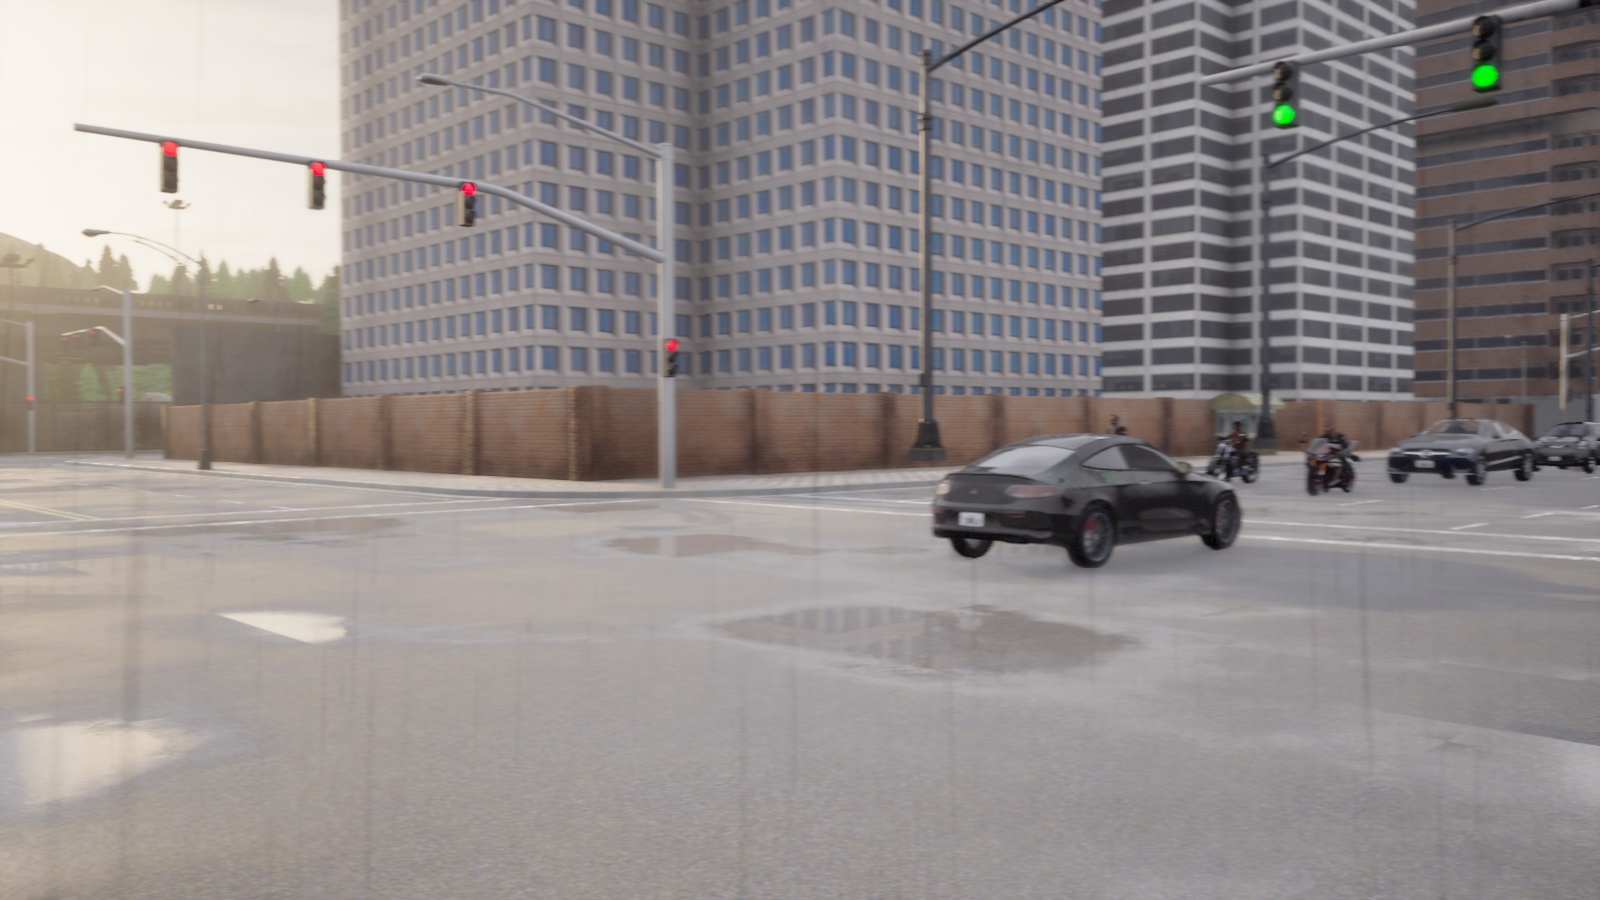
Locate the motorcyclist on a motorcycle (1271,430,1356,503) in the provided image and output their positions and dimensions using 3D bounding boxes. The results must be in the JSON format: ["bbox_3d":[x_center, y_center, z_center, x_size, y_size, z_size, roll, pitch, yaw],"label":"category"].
[{"bbox_3d":[11.226,0.327,27.435,2.191,1.530,0.866,-1,2,-43],"label":"motorcyclist on a motorcycle"}]

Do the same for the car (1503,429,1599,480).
[{"bbox_3d":[23.309,0.102,38.713,3.633,1.501,1.845,-1,2,-43],"label":"car"}]

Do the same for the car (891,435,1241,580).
[{"bbox_3d":[3.322,0.553,15.036,4.674,1.442,1.812,-1,2,-44],"label":"car"}]

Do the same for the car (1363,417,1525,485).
[{"bbox_3d":[16.780,-0.023,32.616,5.027,1.651,2.152,-1,2,-43],"label":"car"}]

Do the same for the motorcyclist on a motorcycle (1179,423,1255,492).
[{"bbox_3d":[10.478,0.158,31.525,2.350,1.649,0.766,-1,2,-43],"label":"motorcyclist on a motorcycle"}]
